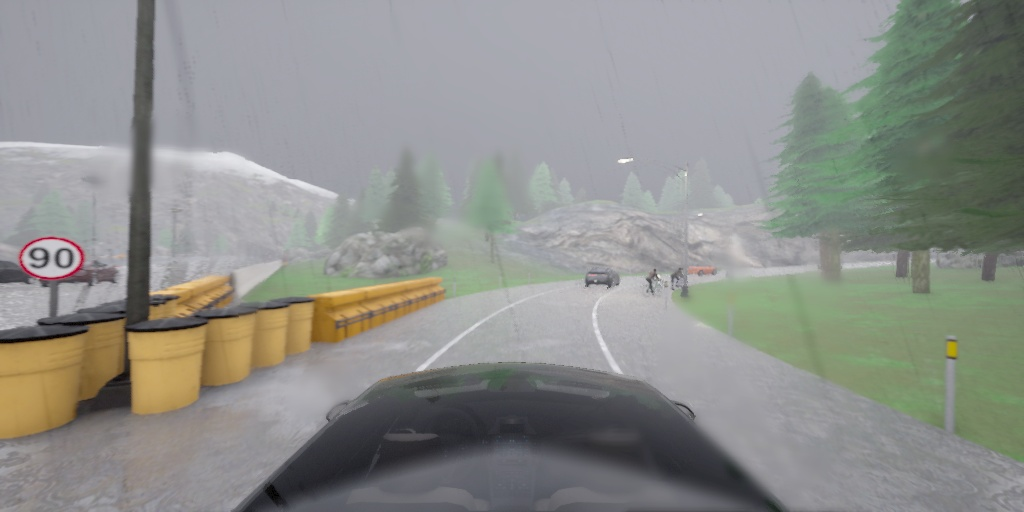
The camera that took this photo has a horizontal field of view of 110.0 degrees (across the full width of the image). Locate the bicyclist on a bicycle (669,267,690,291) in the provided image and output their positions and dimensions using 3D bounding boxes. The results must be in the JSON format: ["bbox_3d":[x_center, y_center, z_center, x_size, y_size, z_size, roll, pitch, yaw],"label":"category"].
[{"bbox_3d":[11.653,1.610,25.127,0.582,1.620,1.656,0,-3,-32],"label":"bicyclist on a bicycle"}]

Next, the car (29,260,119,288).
[{"bbox_3d":[-25.288,0.972,21.157,1.882,1.535,5.008,1,-1,-31],"label":"car"}]

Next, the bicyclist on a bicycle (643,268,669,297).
[{"bbox_3d":[8.028,1.525,20.445,1.656,1.620,0.582,2,-1,-30],"label":"bicyclist on a bicycle"}]

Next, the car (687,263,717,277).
[{"bbox_3d":[24.454,1.670,46.493,4.553,1.767,2.097,0,0,-32],"label":"car"}]

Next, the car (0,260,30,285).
[{"bbox_3d":[-28.276,0.902,19.340,1.882,1.535,5.008,1,-1,-31],"label":"car"}]

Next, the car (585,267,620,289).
[{"bbox_3d":[6.952,1.609,27.244,2.128,1.511,4.902,0,-1,27],"label":"car"}]
